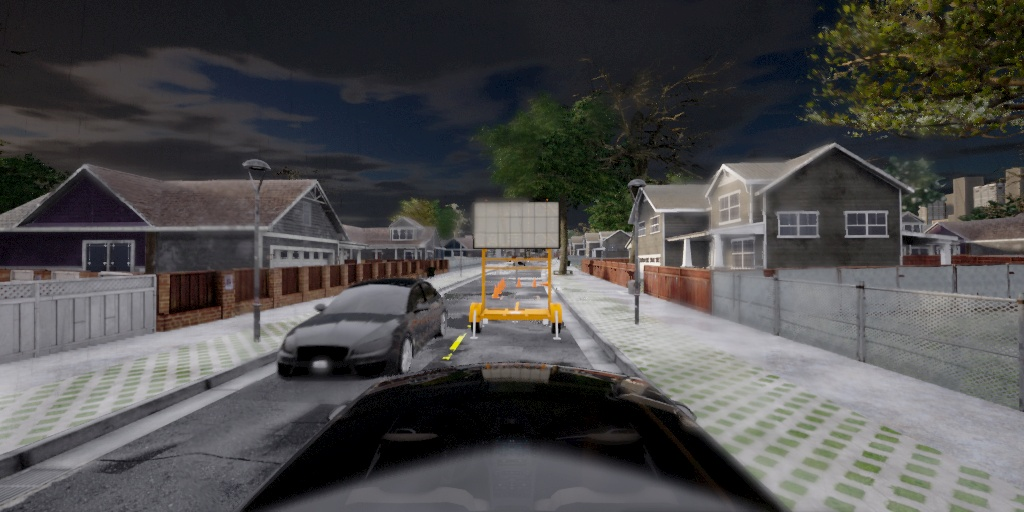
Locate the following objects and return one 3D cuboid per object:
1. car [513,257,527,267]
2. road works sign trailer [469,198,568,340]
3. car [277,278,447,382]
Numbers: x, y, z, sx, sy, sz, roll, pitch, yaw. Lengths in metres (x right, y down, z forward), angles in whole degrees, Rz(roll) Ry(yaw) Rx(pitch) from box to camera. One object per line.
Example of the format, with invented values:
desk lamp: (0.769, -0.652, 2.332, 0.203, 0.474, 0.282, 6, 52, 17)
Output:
car: (1.382, 0.907, 62.077, 2.097, 1.767, 4.553, 0, 0, 6)
road works sign trailer: (0.132, 0.211, 10.011, 2.380, 3.560, 2.880, 0, 0, 2)
car: (-2.604, 1.255, 7.405, 1.837, 1.490, 4.892, 0, 0, 1)
